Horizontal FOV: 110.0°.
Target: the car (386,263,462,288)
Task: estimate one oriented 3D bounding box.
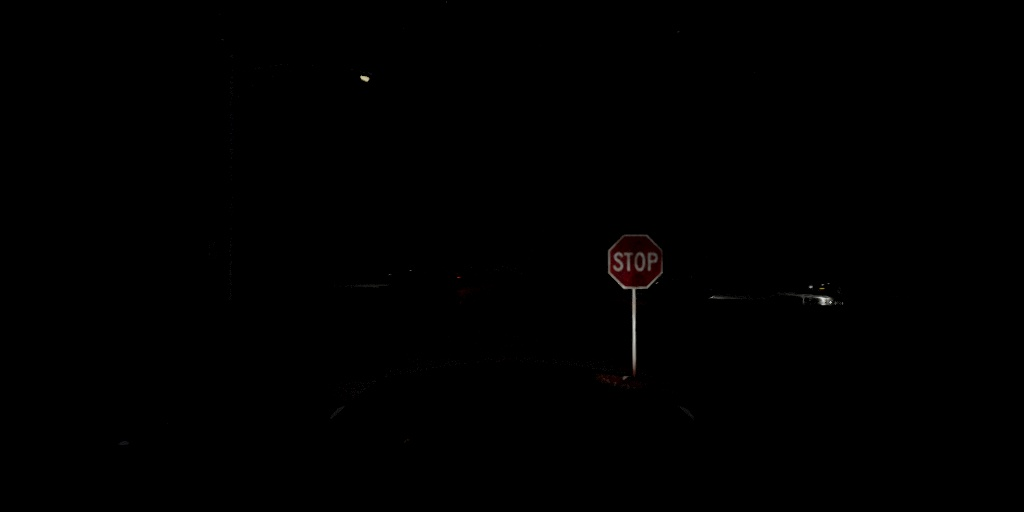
[{"bbox_3d":[-5.507,1.189,22.628,4.674,1.442,1.812,1,-1,0],"label":"car"}]

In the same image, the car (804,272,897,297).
[{"bbox_3d":[21.230,1.743,22.557,4.892,1.490,1.837,1,-1,0],"label":"car"}]

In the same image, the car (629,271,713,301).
[{"bbox_3d":[8.012,1.438,18.055,4.181,1.385,1.994,2,-2,-23],"label":"car"}]
